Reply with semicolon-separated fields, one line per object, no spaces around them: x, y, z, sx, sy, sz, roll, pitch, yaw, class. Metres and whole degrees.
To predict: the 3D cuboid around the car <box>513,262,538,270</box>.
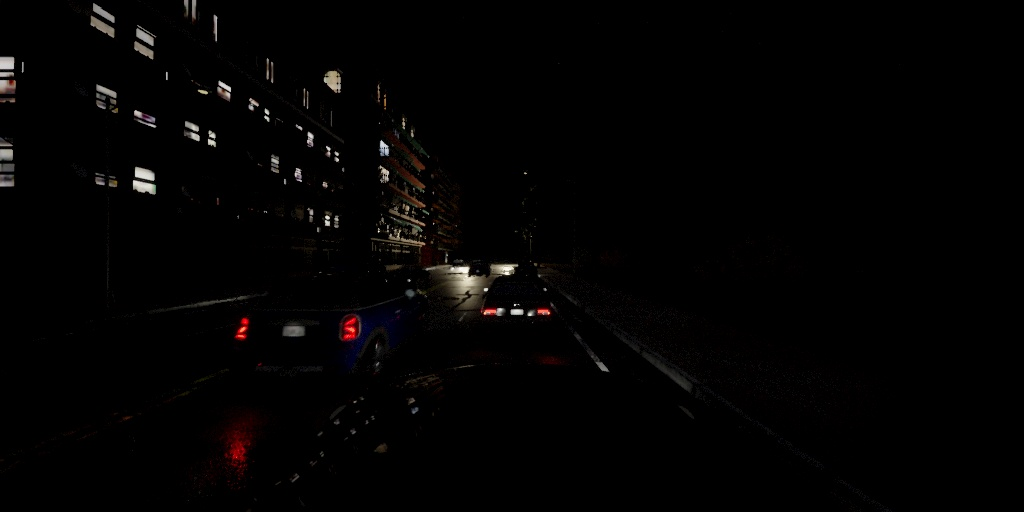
1.154;1.259;30.634;1.837;1.490;4.892;0;0;0;car

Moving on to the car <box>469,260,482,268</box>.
-6.513;1.353;64.709;1.895;1.301;4.718;0;0;1;car

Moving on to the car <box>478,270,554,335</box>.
0.107;1.299;10.505;2.033;1.411;5.357;0;0;0;car

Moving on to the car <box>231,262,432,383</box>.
-3.147;1.104;7.300;2.097;1.767;4.553;0;0;0;car

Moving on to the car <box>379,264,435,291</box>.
-6.586;1.301;23.235;2.033;1.411;5.357;0;0;0;car

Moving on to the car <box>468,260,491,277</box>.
-3.130;1.232;35.291;1.882;1.535;5.008;0;0;0;car

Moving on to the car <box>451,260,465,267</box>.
-9.758;1.353;64.645;1.895;1.301;4.718;0;0;1;car

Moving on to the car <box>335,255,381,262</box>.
-9.838;0.975;22.398;2.150;2.045;5.566;0;0;0;car
